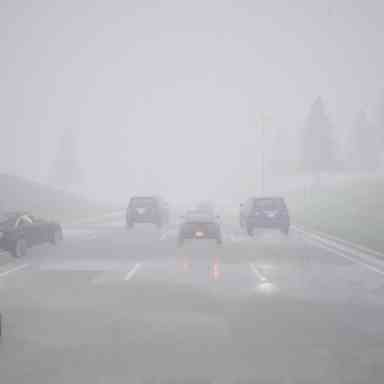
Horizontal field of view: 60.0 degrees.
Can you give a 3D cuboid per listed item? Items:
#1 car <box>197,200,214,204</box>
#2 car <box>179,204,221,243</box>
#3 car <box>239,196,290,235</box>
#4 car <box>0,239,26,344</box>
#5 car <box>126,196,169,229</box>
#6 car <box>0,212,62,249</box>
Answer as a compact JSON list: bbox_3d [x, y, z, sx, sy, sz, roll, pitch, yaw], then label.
[{"bbox_3d":[1.481,1.578,37.841,1.812,1.442,4.674,0,0,3],"label":"car"},{"bbox_3d":[0.394,1.548,15.996,1.812,1.442,4.674,0,0,2],"label":"car"},{"bbox_3d":[4.022,1.249,19.085,2.150,2.045,5.566,0,0,2],"label":"car"},{"bbox_3d":[-3.387,1.481,2.310,1.882,1.535,5.008,0,0,0],"label":"car"},{"bbox_3d":[-2.848,1.254,22.134,2.150,2.045,5.566,0,0,3],"label":"car"},{"bbox_3d":[-6.704,1.511,12.785,2.128,1.511,4.902,0,0,2],"label":"car"}]
